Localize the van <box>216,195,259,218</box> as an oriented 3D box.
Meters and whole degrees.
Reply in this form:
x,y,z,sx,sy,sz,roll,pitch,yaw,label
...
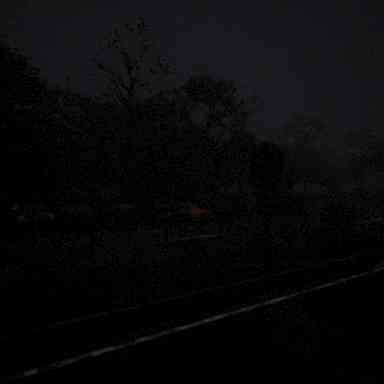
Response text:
x,y,z,sx,sy,sz,roll,pitch,yaw,label
3.981,1.256,29.433,1.878,1.987,4.442,0,0,-36,van

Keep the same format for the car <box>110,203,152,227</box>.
x,y,z,sx,sy,sz,roll,pitch,yaw,label
-5.113,1.498,23.069,2.231,1.521,4.892,0,0,-36,car

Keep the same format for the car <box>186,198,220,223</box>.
x,y,z,sx,sy,sz,roll,pitch,yaw,label
-0.494,1.486,26.149,1.946,1.575,5.366,0,0,-36,car

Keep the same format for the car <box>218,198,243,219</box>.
x,y,z,sx,sy,sz,roll,pitch,yaw,label
1.640,1.515,27.939,2.163,1.488,4.792,0,0,-36,car

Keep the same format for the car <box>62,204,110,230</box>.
x,y,z,sx,sy,sz,roll,pitch,yaw,label
-7.378,1.501,21.465,2.097,1.535,5.008,0,0,-36,car

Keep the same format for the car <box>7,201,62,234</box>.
x,y,z,sx,sy,sz,roll,pitch,yaw,label
-9.651,1.381,19.871,2.185,1.767,4.553,0,0,-36,car

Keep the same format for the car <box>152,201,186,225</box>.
x,y,z,sx,sy,sz,roll,pitch,yaw,label
-2.876,1.522,24.711,2.163,1.488,4.792,0,0,-36,car
